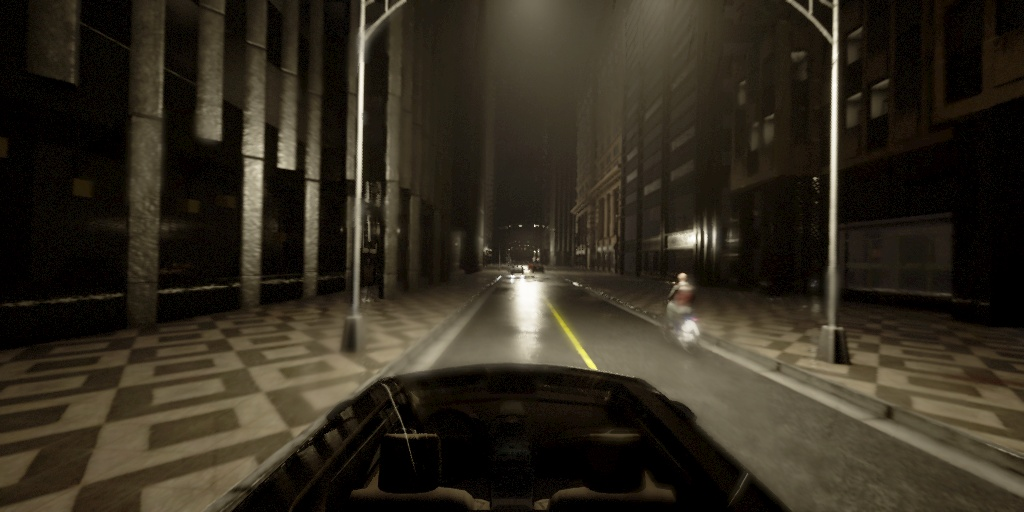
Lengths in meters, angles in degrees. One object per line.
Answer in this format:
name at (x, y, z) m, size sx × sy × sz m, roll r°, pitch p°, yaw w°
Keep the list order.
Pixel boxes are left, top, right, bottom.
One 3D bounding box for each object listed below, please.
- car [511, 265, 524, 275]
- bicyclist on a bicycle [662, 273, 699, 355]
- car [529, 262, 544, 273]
car at (0.775, 1.941, 49.541) m, size 1.895 × 1.301 × 4.718 m, roll 1°, pitch -1°, yaw 1°
bicyclist on a bicycle at (3.887, 1.278, 8.386) m, size 0.659 × 1.776 × 1.843 m, roll 1°, pitch 0°, yaw 1°
car at (4.125, 1.979, 57.894) m, size 1.882 × 1.535 × 5.008 m, roll 1°, pitch 0°, yaw 1°
